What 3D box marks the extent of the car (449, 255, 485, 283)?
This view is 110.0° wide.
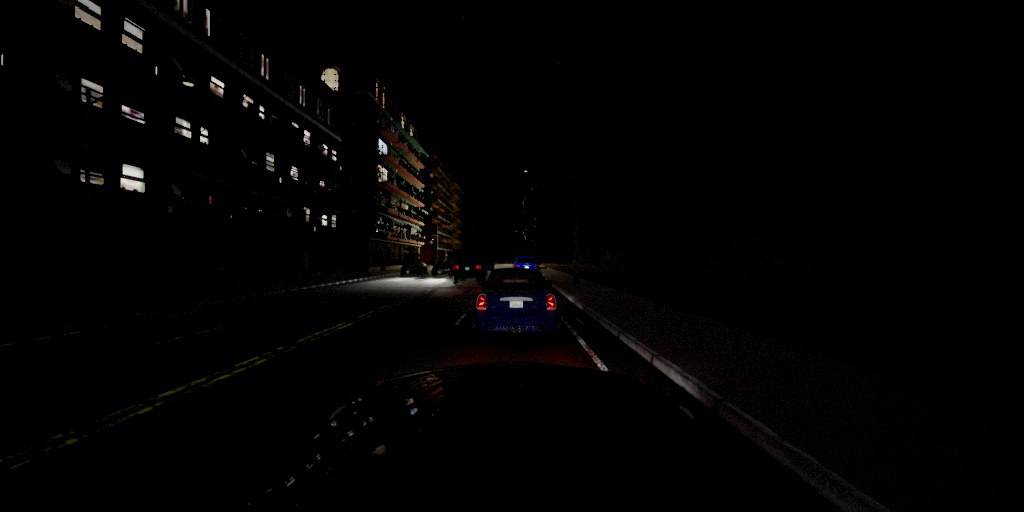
[{"bbox_3d":[-3.139,0.975,27.809,2.150,2.045,5.566,0,0,0],"label":"car"}]

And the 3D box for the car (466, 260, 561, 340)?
[{"bbox_3d":[0.102,1.104,10.150,2.097,1.767,4.553,0,0,0],"label":"car"}]

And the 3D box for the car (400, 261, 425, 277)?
[{"bbox_3d":[-9.835,1.245,36.266,2.128,1.511,4.902,0,0,0],"label":"car"}]

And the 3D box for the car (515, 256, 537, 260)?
[{"bbox_3d":[1.150,0.979,30.103,2.150,2.045,5.566,0,0,0],"label":"car"}]

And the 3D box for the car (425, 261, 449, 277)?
[{"bbox_3d":[-6.586,1.245,35.077,2.128,1.511,4.902,0,0,0],"label":"car"}]

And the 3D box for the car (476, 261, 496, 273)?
[{"bbox_3d":[-3.130,1.301,44.427,2.033,1.411,5.357,0,0,0],"label":"car"}]
